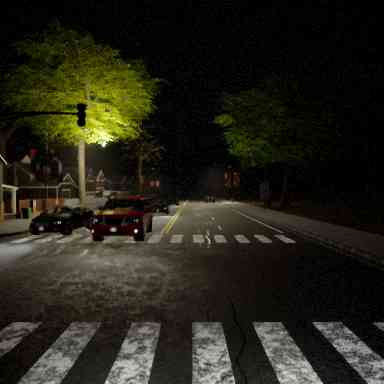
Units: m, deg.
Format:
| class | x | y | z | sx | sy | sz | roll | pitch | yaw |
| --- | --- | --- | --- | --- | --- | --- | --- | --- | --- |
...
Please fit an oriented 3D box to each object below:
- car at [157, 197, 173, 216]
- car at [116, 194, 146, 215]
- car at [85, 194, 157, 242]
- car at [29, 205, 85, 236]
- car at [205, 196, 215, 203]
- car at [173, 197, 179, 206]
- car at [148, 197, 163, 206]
| class | x | y | z | sx | sy | sz | roll | pitch | yaw |
| --- | --- | --- | --- | --- | --- | --- | --- | --- | --- |
| car | -3.183 | 1.497 | 33.174 | 1.837 | 1.490 | 4.892 | 0 | -1 | 0 |
| car | -6.421 | 1.213 | 35.584 | 2.150 | 2.045 | 5.566 | 0 | 0 | 0 |
| car | -3.269 | 1.216 | 16.630 | 2.150 | 2.045 | 5.566 | 0 | 0 | 0 |
| car | -6.956 | 1.485 | 18.375 | 2.128 | 1.511 | 4.902 | 0 | 0 | 6 |
| car | 3.687 | 1.503 | 67.625 | 1.837 | 1.490 | 4.892 | 0 | 0 | 1 |
| car | -3.025 | 1.541 | 53.554 | 2.033 | 1.411 | 5.357 | 0 | 0 | 1 |
| car | -6.224 | 1.541 | 57.170 | 2.033 | 1.411 | 5.357 | 0 | 0 | 1 |
